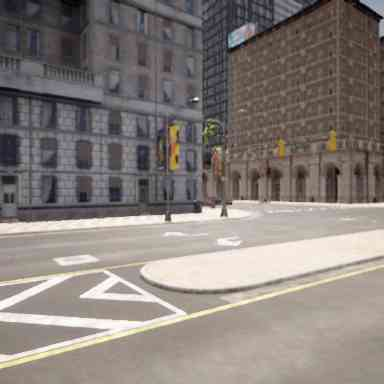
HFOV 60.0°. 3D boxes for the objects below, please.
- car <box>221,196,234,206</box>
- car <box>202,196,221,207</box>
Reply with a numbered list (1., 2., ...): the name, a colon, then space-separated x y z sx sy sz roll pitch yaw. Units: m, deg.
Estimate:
1. car: 4.357 1.383 51.193 1.837 1.490 4.892 0 0 -35
2. car: 1.671 1.416 48.925 1.812 1.442 4.674 0 0 -35
